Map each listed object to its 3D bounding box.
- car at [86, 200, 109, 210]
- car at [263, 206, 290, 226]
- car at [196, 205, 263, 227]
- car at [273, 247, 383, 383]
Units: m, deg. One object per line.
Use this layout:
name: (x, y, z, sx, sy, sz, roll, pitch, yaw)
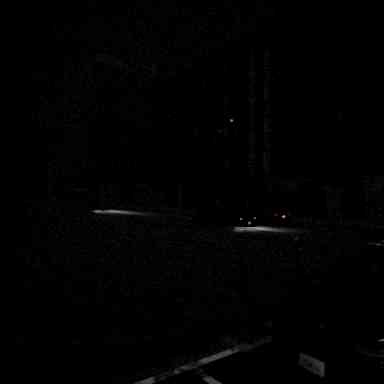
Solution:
car: (-13.128, 1.827, 46.244, 1.895, 1.301, 4.718, 0, 0, -35)
car: (5.357, 1.720, 25.280, 1.994, 1.385, 4.181, 0, 0, -35)
car: (2.319, 1.696, 24.451, 2.033, 1.411, 5.357, 0, 0, -35)
car: (3.135, 1.600, 5.048, 4.313, 1.339, 1.947, 0, 0, -36)
